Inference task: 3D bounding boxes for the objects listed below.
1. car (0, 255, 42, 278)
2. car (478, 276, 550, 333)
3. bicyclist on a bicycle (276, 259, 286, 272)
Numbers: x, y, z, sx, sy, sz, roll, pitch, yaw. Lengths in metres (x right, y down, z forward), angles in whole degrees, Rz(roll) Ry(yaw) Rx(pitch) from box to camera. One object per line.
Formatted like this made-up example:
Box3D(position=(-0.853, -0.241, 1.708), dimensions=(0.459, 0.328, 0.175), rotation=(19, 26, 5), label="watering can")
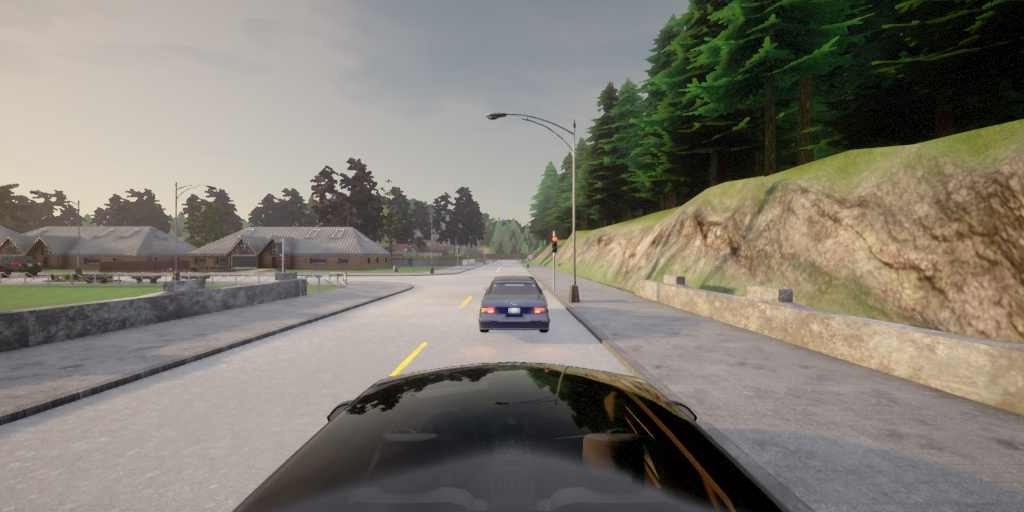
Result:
Box3D(position=(-47.370, 0.971, 33.288), dimensions=(5.566, 2.045, 2.150), rotation=(0, 0, 1), label="car")
Box3D(position=(0.064, 1.297, 10.749), dimensions=(2.033, 1.411, 5.357), rotation=(0, 0, 0), label="car")
Box3D(position=(-24.157, 1.099, 37.533), dimensions=(0.582, 1.620, 1.656), rotation=(0, 0, 0), label="bicyclist on a bicycle")
